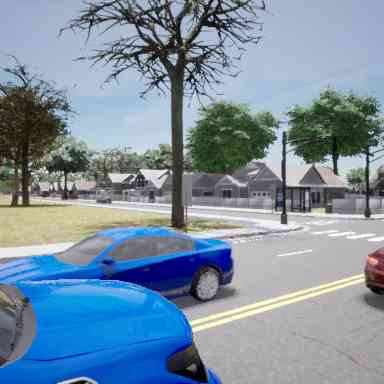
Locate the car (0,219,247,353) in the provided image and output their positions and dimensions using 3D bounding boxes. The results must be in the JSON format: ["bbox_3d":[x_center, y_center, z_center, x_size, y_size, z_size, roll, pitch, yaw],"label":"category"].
[{"bbox_3d":[-1.378,1.477,6.688,5.008,1.535,1.882,0,0,-35],"label":"car"}]

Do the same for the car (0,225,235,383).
[{"bbox_3d":[-2.419,1.222,1.716,5.566,2.045,2.150,0,0,-36],"label":"car"}]

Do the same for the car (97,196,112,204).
[{"bbox_3d":[-17.805,1.626,67.353,1.812,1.442,4.674,0,0,-35],"label":"car"}]

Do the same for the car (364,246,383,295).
[{"bbox_3d":[5.659,1.525,7.447,4.674,1.442,1.812,0,0,-36],"label":"car"}]
